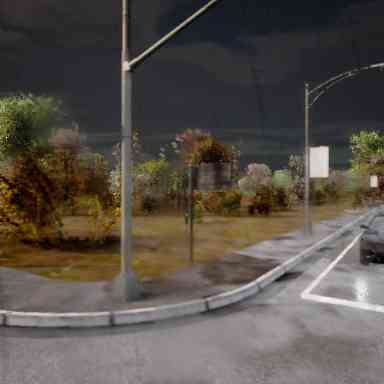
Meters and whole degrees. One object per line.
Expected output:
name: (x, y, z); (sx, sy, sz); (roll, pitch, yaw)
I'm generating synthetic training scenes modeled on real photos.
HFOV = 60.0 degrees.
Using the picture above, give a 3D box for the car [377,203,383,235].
car: (11.912, 1.477, 19.200); (1.882, 1.535, 5.008); (0, 0, 32)

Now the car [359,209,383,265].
car: (6.866, 1.477, 11.205); (1.882, 1.535, 5.008); (0, 0, 32)
